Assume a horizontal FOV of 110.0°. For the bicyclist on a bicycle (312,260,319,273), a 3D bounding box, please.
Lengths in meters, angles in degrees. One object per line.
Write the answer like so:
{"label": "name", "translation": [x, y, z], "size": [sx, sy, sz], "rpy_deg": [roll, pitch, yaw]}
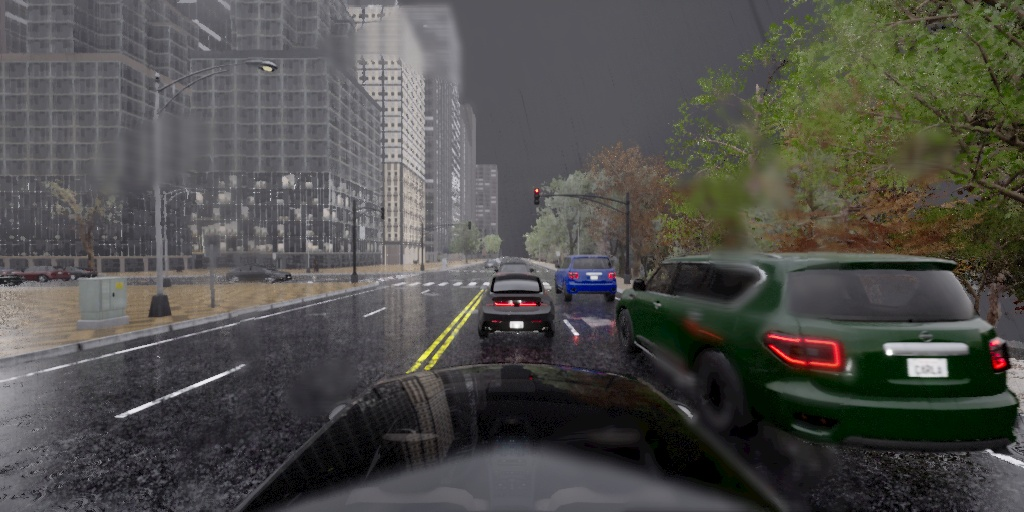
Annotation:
{"label": "bicyclist on a bicycle", "translation": [-24.557, 1.322, 44.775], "size": [0.582, 1.620, 1.656], "rpy_deg": [-1, 1, 0]}

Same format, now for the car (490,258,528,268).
{"label": "car", "translation": [0.116, 1.097, 19.297], "size": [2.097, 1.767, 4.553], "rpy_deg": [0, 0, 0]}

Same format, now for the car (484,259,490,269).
{"label": "car", "translation": [-3.221, 1.226, 55.385], "size": [2.128, 1.511, 4.902], "rpy_deg": [0, 0, 0]}

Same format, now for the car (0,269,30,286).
{"label": "car", "translation": [-45.288, 2.073, 30.852], "size": [4.718, 1.301, 1.895], "rpy_deg": [-1, 1, 1]}

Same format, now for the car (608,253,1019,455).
{"label": "car", "translation": [3.340, 0.972, 5.546], "size": [2.150, 2.045, 5.566], "rpy_deg": [0, 0, 0]}

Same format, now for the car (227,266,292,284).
{"label": "car", "translation": [-21.504, 1.603, 30.653], "size": [4.892, 1.490, 1.837], "rpy_deg": [-1, 1, 0]}

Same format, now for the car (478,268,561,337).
{"label": "car", "translation": [0.111, 1.252, 10.238], "size": [1.837, 1.490, 4.892], "rpy_deg": [0, 0, 0]}

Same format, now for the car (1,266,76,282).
{"label": "car", "translation": [-49.395, 1.830, 37.505], "size": [4.553, 1.767, 2.097], "rpy_deg": [-1, 1, 1]}

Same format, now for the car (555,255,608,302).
{"label": "car", "translation": [3.348, 0.967, 17.128], "size": [2.150, 2.045, 5.566], "rpy_deg": [0, 0, 1]}

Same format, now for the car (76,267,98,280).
{"label": "car", "translation": [-50.146, 1.966, 40.747], "size": [4.892, 1.490, 1.837], "rpy_deg": [-1, 1, 1]}
